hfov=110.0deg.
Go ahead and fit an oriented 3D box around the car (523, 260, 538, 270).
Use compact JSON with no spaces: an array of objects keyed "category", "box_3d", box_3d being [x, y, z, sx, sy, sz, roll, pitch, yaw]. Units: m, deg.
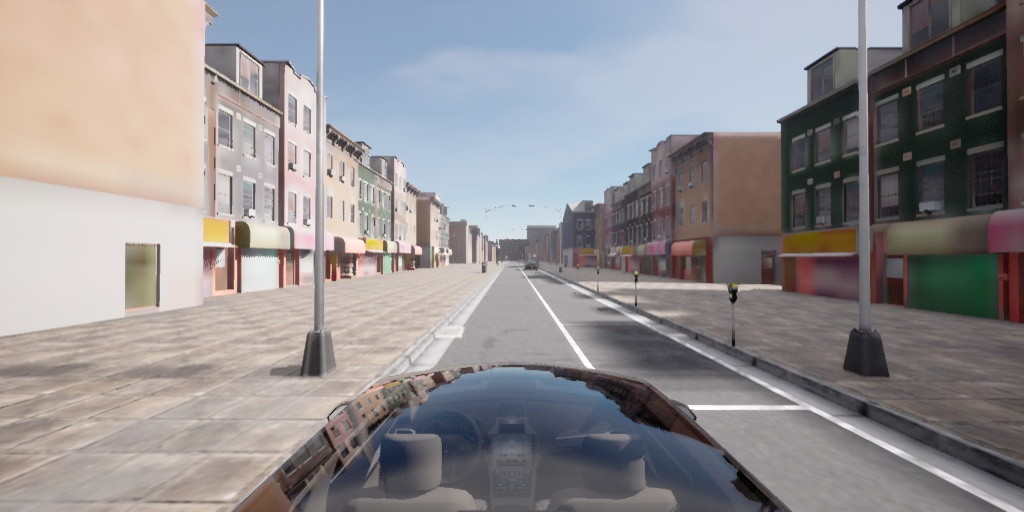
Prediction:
[{"category":"car","box_3d":[2.750,1.361,51.911,1.837,1.490,4.892,0,0,0]}]
